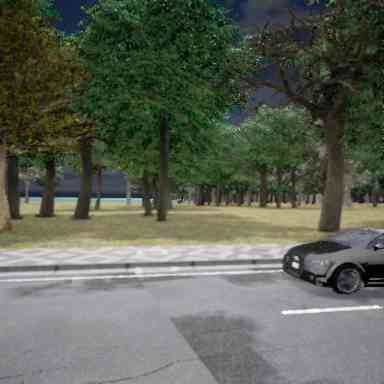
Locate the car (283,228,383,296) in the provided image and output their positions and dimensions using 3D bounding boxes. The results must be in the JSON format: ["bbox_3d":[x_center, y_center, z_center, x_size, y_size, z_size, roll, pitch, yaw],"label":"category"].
[{"bbox_3d":[4.532,1.646,8.589,4.181,1.385,1.994,1,0,-10],"label":"car"}]
